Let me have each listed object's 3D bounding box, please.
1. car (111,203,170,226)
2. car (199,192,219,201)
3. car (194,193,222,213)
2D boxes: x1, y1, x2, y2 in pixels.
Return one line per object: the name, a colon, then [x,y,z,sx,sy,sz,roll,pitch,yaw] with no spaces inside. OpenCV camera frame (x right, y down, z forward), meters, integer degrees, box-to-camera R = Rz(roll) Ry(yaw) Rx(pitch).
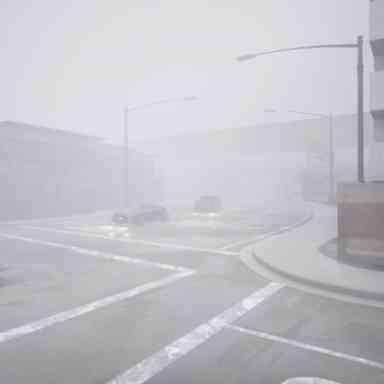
car: [-3.319,1.392,22.002,1.994,1.385,4.181,0,1,32]
car: [2.813,0.792,56.155,2.033,1.411,5.357,0,0,-14]
car: [1.585,1.088,31.769,1.837,1.490,4.892,0,2,18]
